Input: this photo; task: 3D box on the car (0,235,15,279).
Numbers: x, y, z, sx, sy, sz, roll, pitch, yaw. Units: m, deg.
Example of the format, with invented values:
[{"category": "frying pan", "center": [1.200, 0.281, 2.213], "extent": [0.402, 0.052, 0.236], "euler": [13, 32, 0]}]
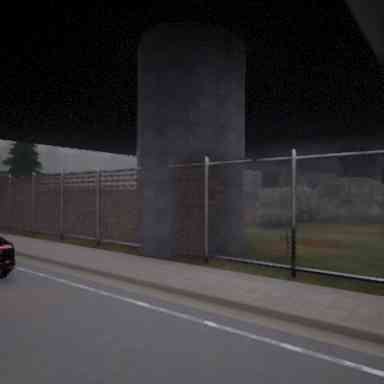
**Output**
[{"category": "car", "center": [-6.684, 1.563, 9.145], "extent": [4.902, 1.511, 2.128], "euler": [0, -1, 38]}]
